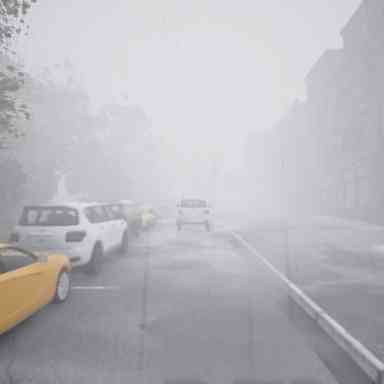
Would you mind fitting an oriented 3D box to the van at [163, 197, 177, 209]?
[{"bbox_3d":[-3.648,1.771,55.619,1.878,1.987,4.442,0,-1,2],"label":"van"}]

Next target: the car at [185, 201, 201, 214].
[{"bbox_3d":[0.101,1.880,40.944,1.837,1.490,4.892,0,0,0],"label":"car"}]

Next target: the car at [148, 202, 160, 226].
[{"bbox_3d":[-3.645,1.674,22.264,1.946,1.575,5.366,0,-1,2],"label":"car"}]

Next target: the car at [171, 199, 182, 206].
[{"bbox_3d":[-3.633,2.507,77.771,2.163,1.488,4.792,1,-2,2],"label":"car"}]

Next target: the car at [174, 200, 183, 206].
[{"bbox_3d":[-3.635,2.885,88.873,2.097,1.535,5.008,1,-2,2],"label":"car"}]

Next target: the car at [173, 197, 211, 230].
[{"bbox_3d":[0.101,1.424,22.836,2.150,2.045,5.566,0,0,0],"label":"car"}]

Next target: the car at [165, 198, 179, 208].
[{"bbox_3d":[-3.653,1.923,61.041,2.185,1.767,4.553,0,-1,2],"label":"car"}]

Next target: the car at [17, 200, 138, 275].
[{"bbox_3d":[-3.652,1.324,10.970,2.435,2.045,5.566,0,-1,2],"label":"car"}]

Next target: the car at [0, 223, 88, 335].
[{"bbox_3d":[-3.653,1.527,5.364,2.097,1.535,5.008,0,-1,2],"label":"car"}]

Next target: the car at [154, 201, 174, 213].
[{"bbox_3d":[-3.652,1.928,44.357,2.002,1.452,4.674,0,-1,2],"label":"car"}]

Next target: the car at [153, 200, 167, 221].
[{"bbox_3d":[-3.652,1.726,27.643,2.097,1.535,5.008,0,-1,2],"label":"car"}]

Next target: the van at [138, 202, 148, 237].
[{"bbox_3d":[-3.649,1.400,16.628,1.878,1.987,4.442,0,-1,2],"label":"van"}]

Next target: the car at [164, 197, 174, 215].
[{"bbox_3d":[-3.653,1.708,38.759,2.185,1.767,4.553,0,-1,2],"label":"car"}]
